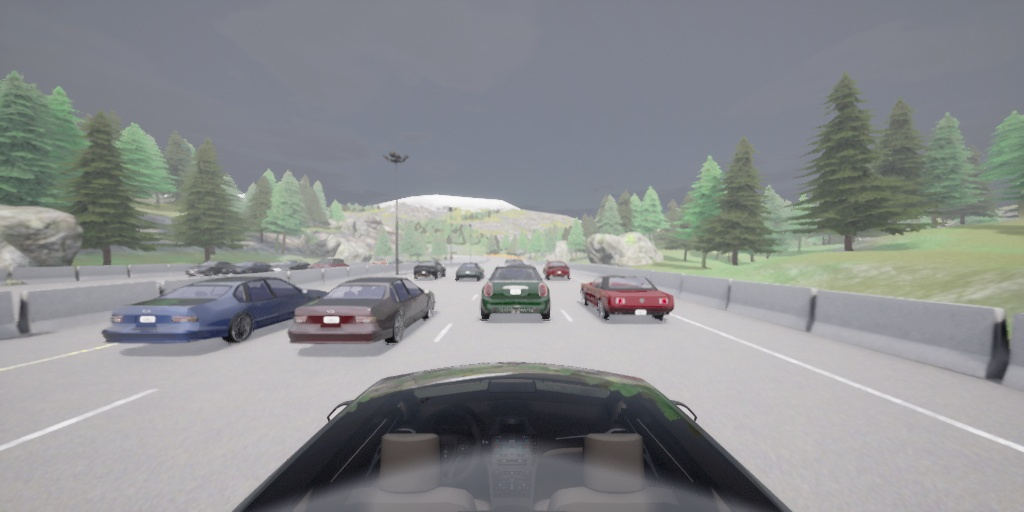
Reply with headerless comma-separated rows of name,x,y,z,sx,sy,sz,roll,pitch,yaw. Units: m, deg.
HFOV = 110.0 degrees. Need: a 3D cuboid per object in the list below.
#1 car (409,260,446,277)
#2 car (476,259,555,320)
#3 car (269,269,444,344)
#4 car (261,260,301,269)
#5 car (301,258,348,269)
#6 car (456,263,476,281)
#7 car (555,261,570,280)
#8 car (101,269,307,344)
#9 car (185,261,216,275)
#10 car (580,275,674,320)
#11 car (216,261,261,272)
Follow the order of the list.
car,-6.841,1.124,30.295,1.882,1.535,5.008,0,0,0
car,0.112,1.029,12.400,2.097,1.767,4.553,0,0,0
car,-3.399,1.237,9.286,2.033,1.411,5.357,0,0,0
car,-21.018,1.135,34.320,2.128,1.511,4.902,0,0,0
car,-17.518,0.999,34.177,2.097,1.767,4.553,0,0,0
car,-3.345,1.212,29.117,1.994,1.385,4.181,0,0,0
car,3.659,1.137,30.265,1.882,1.535,5.008,0,0,0
car,-6.898,1.232,9.310,2.033,1.411,5.357,0,0,0
car,-28.015,1.158,33.738,1.812,1.442,4.674,0,0,0
car,3.614,1.282,12.241,1.895,1.301,4.718,0,0,0
car,-24.520,1.185,33.850,2.033,1.411,5.357,0,0,0
